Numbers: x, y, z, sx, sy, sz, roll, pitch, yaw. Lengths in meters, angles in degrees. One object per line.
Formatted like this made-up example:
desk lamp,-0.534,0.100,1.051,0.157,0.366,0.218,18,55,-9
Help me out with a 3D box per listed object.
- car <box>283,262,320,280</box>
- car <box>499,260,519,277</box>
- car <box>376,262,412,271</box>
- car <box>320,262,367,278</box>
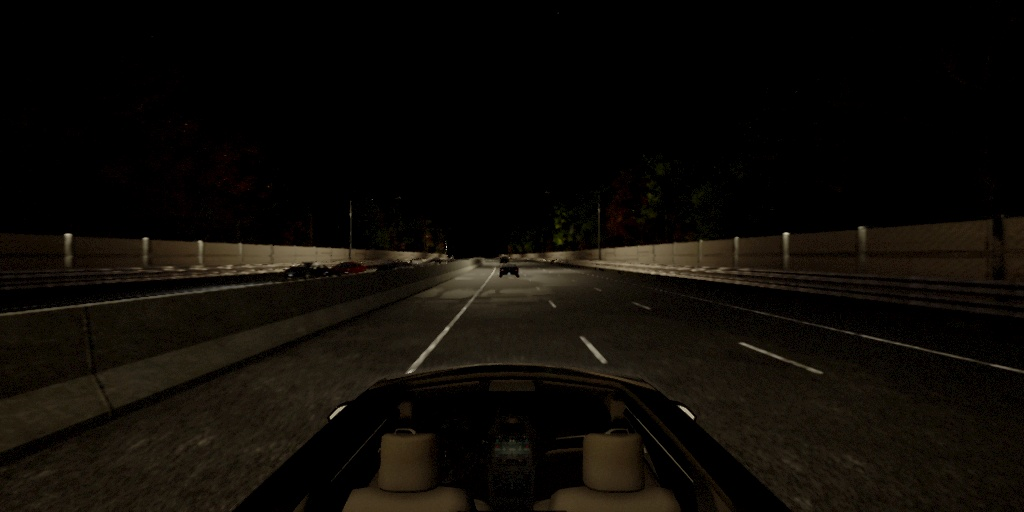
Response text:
car,-17.878,1.286,31.349,2.128,1.511,4.902,0,0,-1
car,-0.295,1.369,35.676,1.895,1.301,4.718,0,0,-1
car,-10.898,1.347,32.670,1.994,1.385,4.181,0,0,-1
car,-14.381,1.266,31.412,1.882,1.535,5.008,0,0,-1
